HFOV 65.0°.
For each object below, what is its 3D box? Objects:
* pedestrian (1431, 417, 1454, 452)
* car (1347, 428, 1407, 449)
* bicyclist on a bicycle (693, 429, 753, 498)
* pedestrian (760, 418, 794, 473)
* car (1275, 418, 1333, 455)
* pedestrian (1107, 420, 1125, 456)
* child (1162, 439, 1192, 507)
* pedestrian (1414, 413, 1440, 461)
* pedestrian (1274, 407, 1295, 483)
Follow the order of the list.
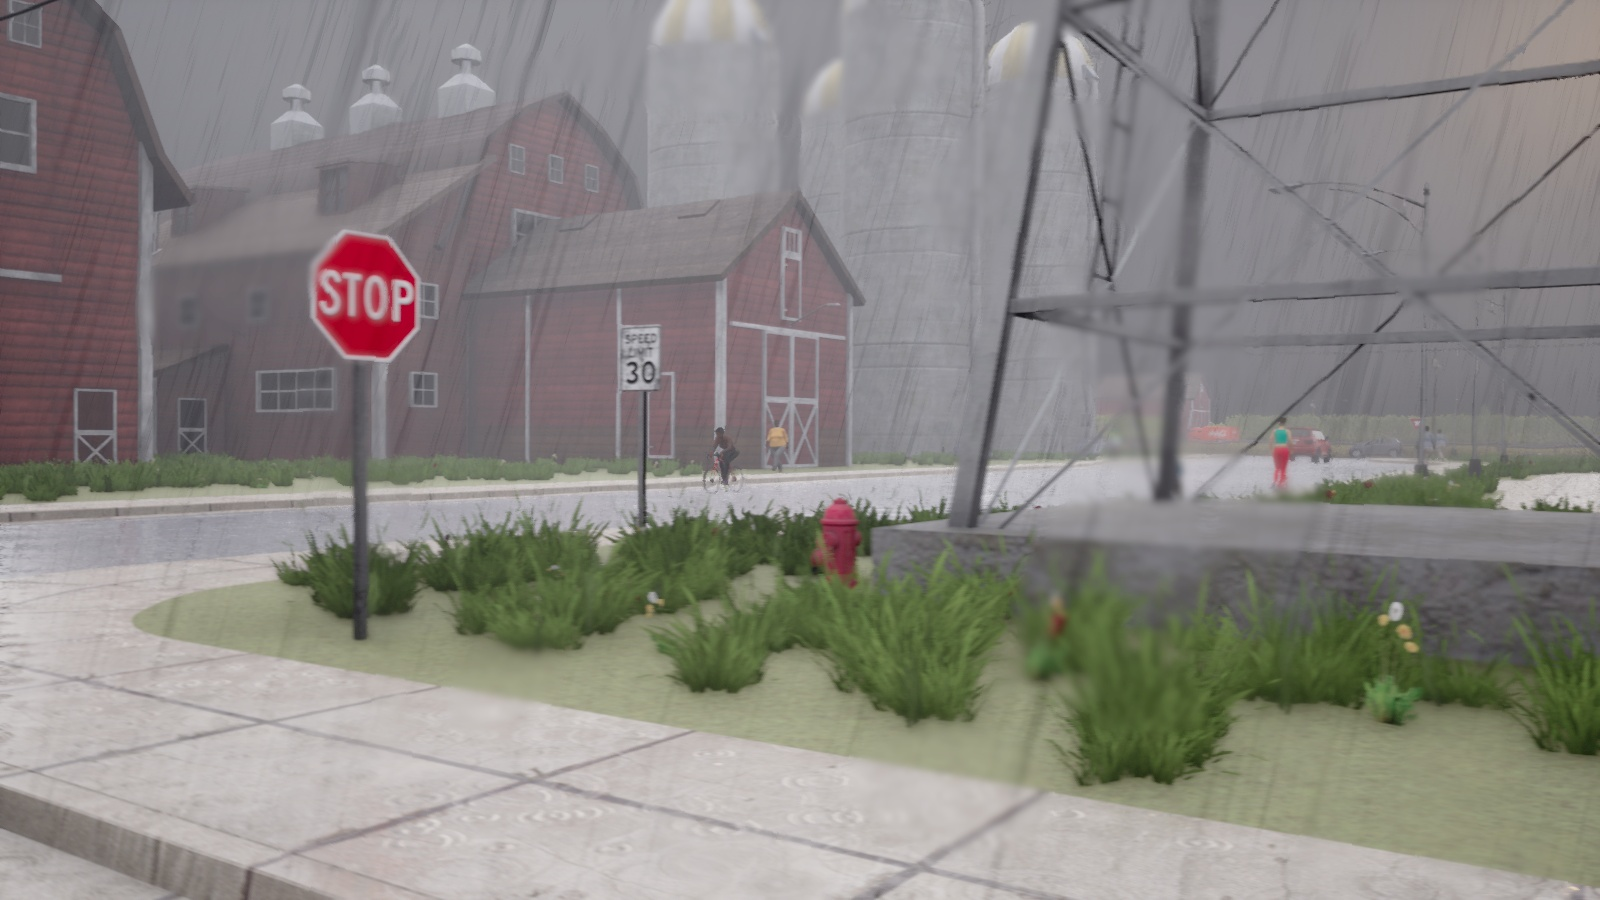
[{"bbox_3d":[34.902,-0.846,68.192,0.874,1.855,0.900,0,1,11],"label":"pedestrian"},{"bbox_3d":[40.974,-0.819,89.225,3.633,1.501,1.845,0,1,33],"label":"car"},{"bbox_3d":[-1.874,0.310,30.861,0.582,1.620,1.656,0,1,33],"label":"bicyclist on a bicycle"},{"bbox_3d":[-0.762,-0.149,42.420,0.874,1.855,0.900,0,1,20],"label":"pedestrian"},{"bbox_3d":[29.595,-0.796,73.592,2.150,2.045,5.566,0,1,33],"label":"car"},{"bbox_3d":[17.264,-0.668,68.583,0.659,1.952,0.873,0,1,36],"label":"pedestrian"},{"bbox_3d":[6.772,0.408,22.550,0.448,1.192,0.343,-1,1,-43],"label":"child"},{"bbox_3d":[24.647,-0.500,49.359,0.874,1.855,0.900,0,1,30],"label":"pedestrian"},{"bbox_3d":[11.820,-0.128,30.660,0.345,1.836,0.594,0,1,34],"label":"pedestrian"}]
